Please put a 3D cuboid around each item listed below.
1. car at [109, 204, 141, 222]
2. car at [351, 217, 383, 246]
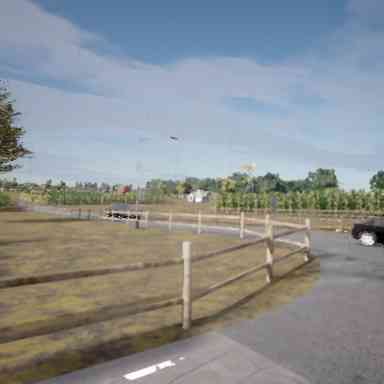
[{"bbox_3d":[-8.265,2.496,40.573,2.150,2.045,5.566,4,-4,-35],"label":"car"},{"bbox_3d":[9.893,1.837,15.080,1.882,1.535,5.008,2,-1,-36],"label":"car"}]
